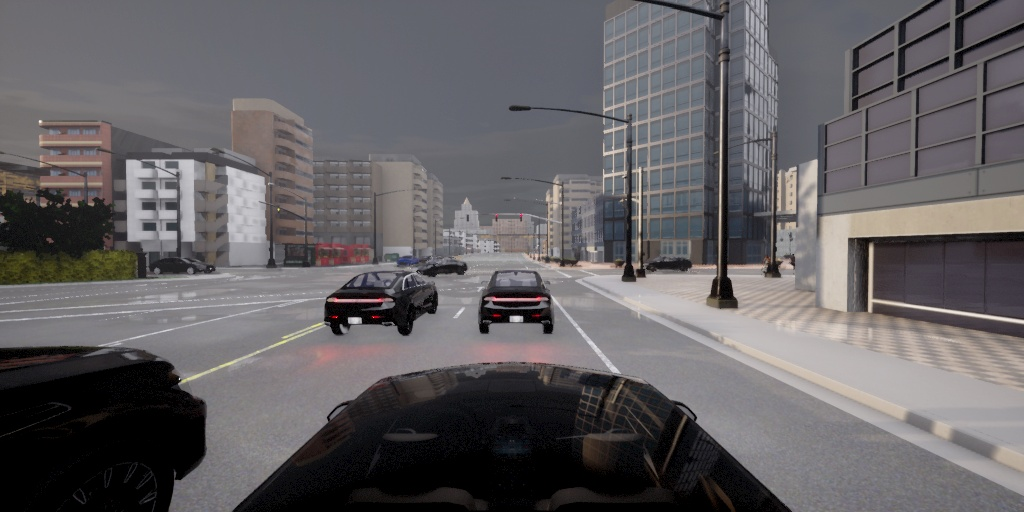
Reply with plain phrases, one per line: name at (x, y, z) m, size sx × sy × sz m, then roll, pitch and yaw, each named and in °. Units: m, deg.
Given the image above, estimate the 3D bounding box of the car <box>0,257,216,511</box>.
car at (-3.402, 0.970, 0.317) m, size 2.150 × 2.045 × 5.566 m, roll 0°, pitch 0°, yaw 0°

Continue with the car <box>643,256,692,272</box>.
car at (14.746, 0.770, 34.567) m, size 4.902 × 1.511 × 2.128 m, roll 0°, pitch 1°, yaw 1°

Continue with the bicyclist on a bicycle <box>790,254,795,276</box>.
bicyclist on a bicycle at (21.138, 0.634, 26.596) m, size 1.656 × 1.620 × 0.582 m, roll -22°, pitch -1°, yaw -25°

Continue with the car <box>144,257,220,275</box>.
car at (-28.710, 0.859, 31.295) m, size 4.892 × 1.490 × 1.837 m, roll 0°, pitch 1°, yaw 1°

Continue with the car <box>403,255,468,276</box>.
car at (-5.688, 0.893, 28.384) m, size 2.128 × 1.511 × 4.902 m, roll 0°, pitch 1°, yaw 40°

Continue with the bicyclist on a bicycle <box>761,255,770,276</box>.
bicyclist on a bicycle at (19.195, 0.718, 26.861) m, size 1.656 × 1.620 × 0.582 m, roll -1°, pitch 1°, yaw -23°

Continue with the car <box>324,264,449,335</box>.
car at (-3.390, 1.154, 10.175) m, size 2.128 × 1.511 × 4.902 m, roll 0°, pitch 1°, yaw 0°

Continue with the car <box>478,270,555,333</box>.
car at (0.113, 1.153, 10.369) m, size 2.128 × 1.511 × 4.902 m, roll 0°, pitch 1°, yaw 0°

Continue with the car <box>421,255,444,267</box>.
car at (-10.508, 0.646, 47.878) m, size 1.882 × 1.535 × 5.008 m, roll 0°, pitch 0°, yaw 0°

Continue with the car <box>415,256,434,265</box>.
car at (-13.984, 0.679, 57.432) m, size 1.994 × 1.385 × 4.181 m, roll 0°, pitch 0°, yaw 0°

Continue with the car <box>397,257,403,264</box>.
car at (-14.002, 0.640, 48.433) m, size 1.882 × 1.535 × 5.008 m, roll 0°, pitch 0°, yaw 0°
